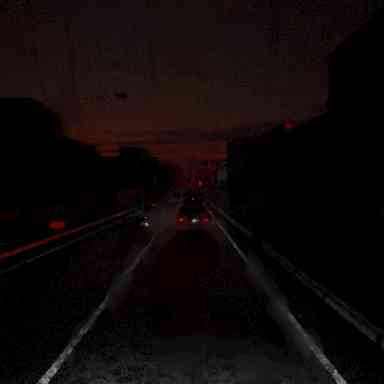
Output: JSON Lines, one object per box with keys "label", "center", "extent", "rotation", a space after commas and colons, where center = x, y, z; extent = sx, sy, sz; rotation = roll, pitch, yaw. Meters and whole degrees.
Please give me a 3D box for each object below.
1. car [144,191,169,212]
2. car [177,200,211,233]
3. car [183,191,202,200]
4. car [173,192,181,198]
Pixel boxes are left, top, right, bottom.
{"label": "car", "center": [-3.575, 0.932, 34.294], "extent": [2.150, 2.045, 5.566], "rotation": [0, 1, 0]}
{"label": "car", "center": [0.109, 1.437, 18.780], "extent": [2.033, 1.411, 5.357], "rotation": [0, 1, 0]}
{"label": "car", "center": [0.098, 0.857, 40.957], "extent": [2.150, 2.045, 5.566], "rotation": [0, 1, 0]}
{"label": "car", "center": [-3.413, 0.738, 76.307], "extent": [1.895, 1.301, 4.718], "rotation": [0, 0, 0]}
